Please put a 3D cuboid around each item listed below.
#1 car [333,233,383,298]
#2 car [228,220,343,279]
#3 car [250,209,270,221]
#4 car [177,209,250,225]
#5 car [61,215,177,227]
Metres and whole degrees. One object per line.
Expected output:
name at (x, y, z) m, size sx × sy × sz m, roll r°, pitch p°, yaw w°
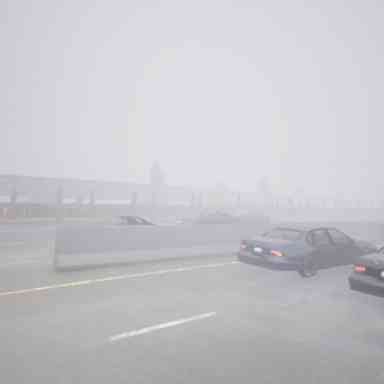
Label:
car at (5.889, 1.774, 7.945) m, size 5.357 × 1.411 × 2.033 m, roll 3°, pitch -2°, yaw -35°
car at (3.894, 1.776, 10.821) m, size 5.357 × 1.411 × 2.033 m, roll 3°, pitch -2°, yaw -35°
car at (4.813, 2.201, 28.916) m, size 4.674 × 1.442 × 1.812 m, roll 3°, pitch -2°, yaw -35°
car at (1.112, 1.888, 21.980) m, size 4.902 × 1.511 × 2.128 m, roll 3°, pitch -2°, yaw -35°
car at (-3.292, 1.701, 14.541) m, size 4.718 × 1.301 × 1.895 m, roll 2°, pitch -1°, yaw -35°
